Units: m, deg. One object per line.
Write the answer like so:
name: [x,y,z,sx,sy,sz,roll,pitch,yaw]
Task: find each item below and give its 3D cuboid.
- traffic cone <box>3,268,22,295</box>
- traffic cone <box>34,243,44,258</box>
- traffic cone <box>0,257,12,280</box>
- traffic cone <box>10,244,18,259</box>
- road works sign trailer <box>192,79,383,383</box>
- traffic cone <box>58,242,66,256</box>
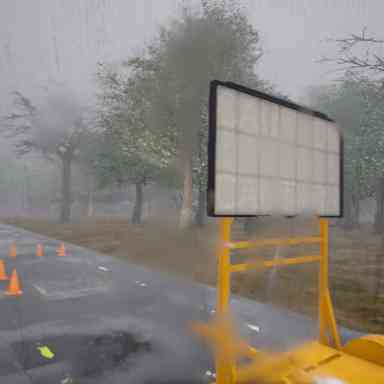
traffic cone: [-4.569,2.290,8.545,0.340,0.580,0.340,4,-4,-38]
traffic cone: [-6.674,2.532,14.504,0.340,0.580,0.340,4,-4,-38]
traffic cone: [-5.796,2.338,10.123,0.340,0.580,0.340,4,-4,-38]
traffic cone: [-7.462,2.483,13.892,0.340,0.580,0.340,4,-4,-38]
road works sign trailer: [0.937,0.702,4.005,2.380,3.560,2.880,4,-4,-38]
traffic cone: [-5.884,2.581,15.116,0.340,0.580,0.340,4,-4,-38]
